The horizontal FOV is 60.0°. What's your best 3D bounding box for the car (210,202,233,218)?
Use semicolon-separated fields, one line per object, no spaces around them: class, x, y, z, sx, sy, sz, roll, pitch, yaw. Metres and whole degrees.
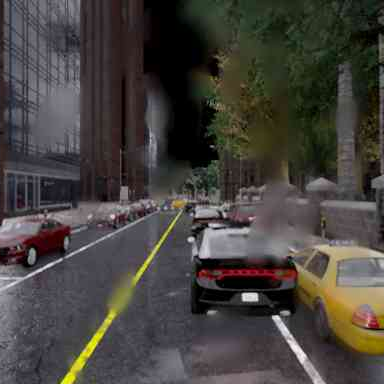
car;2.861;1.749;33.450;1.947;1.339;4.313;0;0;0

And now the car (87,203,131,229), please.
car;-5.696;1.564;22.560;1.967;1.590;4.097;0;0;0

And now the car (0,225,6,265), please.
car;-5.743;1.578;6.188;1.887;1.381;4.507;0;0;0

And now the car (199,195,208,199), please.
car;2.985;1.873;76.332;1.967;1.590;4.097;0;0;0

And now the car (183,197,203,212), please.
car;0.134;1.744;43.110;1.837;1.490;4.892;0;0;0

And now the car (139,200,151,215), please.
car;-5.664;1.729;33.473;1.887;1.381;4.507;0;0;0

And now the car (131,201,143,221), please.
car;-5.680;1.705;28.016;2.008;1.369;4.403;0;0;0

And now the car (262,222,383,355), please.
car;2.783;1.559;6.338;1.752;1.417;4.829;0;0;0

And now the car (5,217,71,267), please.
car;-5.727;1.608;11.645;1.887;1.381;4.507;0;0;0

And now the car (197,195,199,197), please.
car;3.033;2.083;92.644;2.008;1.369;4.403;0;0;0

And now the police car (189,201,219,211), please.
police car;0.935;1.522;17.831;1.930;1.638;5.238;0;0;0

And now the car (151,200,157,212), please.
car;-5.648;1.655;38.931;1.967;1.590;4.097;0;0;0

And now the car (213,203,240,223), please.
car;2.846;1.679;28.164;1.752;1.417;4.829;0;0;0

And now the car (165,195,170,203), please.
car;-5.524;1.782;81.795;2.192;1.841;5.009;0;0;0

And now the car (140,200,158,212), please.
car;-5.633;1.771;44.217;1.752;1.417;4.829;0;0;0

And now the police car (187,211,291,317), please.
police car;0.925;1.468;7.831;1.930;1.638;5.238;0;0;0

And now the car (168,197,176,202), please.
car;-5.492;2.115;92.668;1.802;1.307;4.206;0;0;0

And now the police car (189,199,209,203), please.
police car;0.971;1.555;23.831;1.930;1.638;5.238;0;0;0

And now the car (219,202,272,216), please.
car;2.814;1.407;17.082;2.192;1.841;5.009;0;0;0

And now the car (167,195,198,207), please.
car;-1.425;1.775;53.678;1.882;1.535;5.008;1;0;-38
